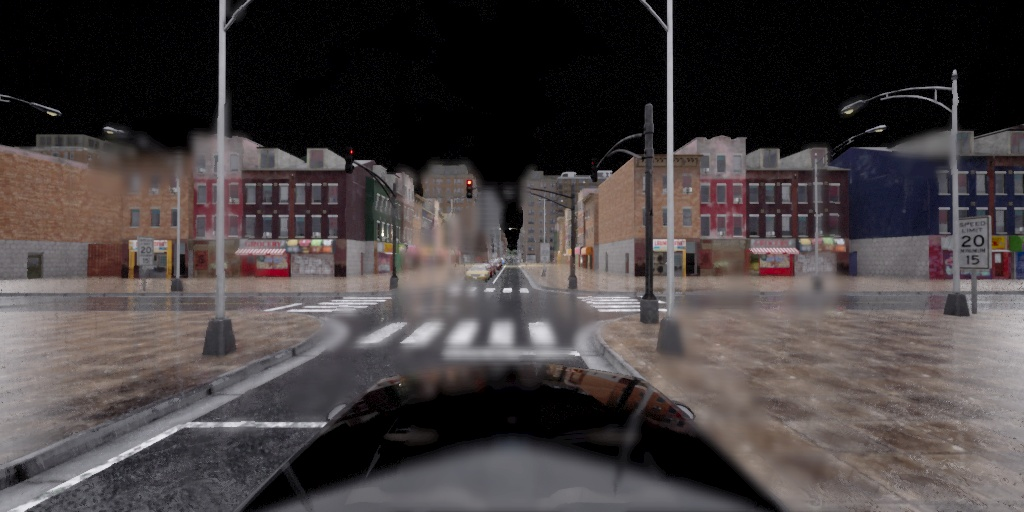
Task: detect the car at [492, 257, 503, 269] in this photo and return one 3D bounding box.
[{"bbox_3d":[-2.669,1.249,51.247,1.967,1.591,4.097,0,0,0],"label":"car"}]

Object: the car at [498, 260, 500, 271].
[{"bbox_3d":[-2.661,1.367,40.037,1.802,1.307,4.207,0,0,0],"label":"car"}]

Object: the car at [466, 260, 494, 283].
[{"bbox_3d":[-2.654,1.292,28.657,1.751,1.417,4.829,0,0,0],"label":"car"}]

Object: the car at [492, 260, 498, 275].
[{"bbox_3d":[-2.658,1.320,34.432,1.888,1.381,4.507,0,0,0],"label":"car"}]

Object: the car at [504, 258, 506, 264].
[{"bbox_3d":[-2.676,1.154,62.458,2.192,1.841,5.009,0,0,0],"label":"car"}]
